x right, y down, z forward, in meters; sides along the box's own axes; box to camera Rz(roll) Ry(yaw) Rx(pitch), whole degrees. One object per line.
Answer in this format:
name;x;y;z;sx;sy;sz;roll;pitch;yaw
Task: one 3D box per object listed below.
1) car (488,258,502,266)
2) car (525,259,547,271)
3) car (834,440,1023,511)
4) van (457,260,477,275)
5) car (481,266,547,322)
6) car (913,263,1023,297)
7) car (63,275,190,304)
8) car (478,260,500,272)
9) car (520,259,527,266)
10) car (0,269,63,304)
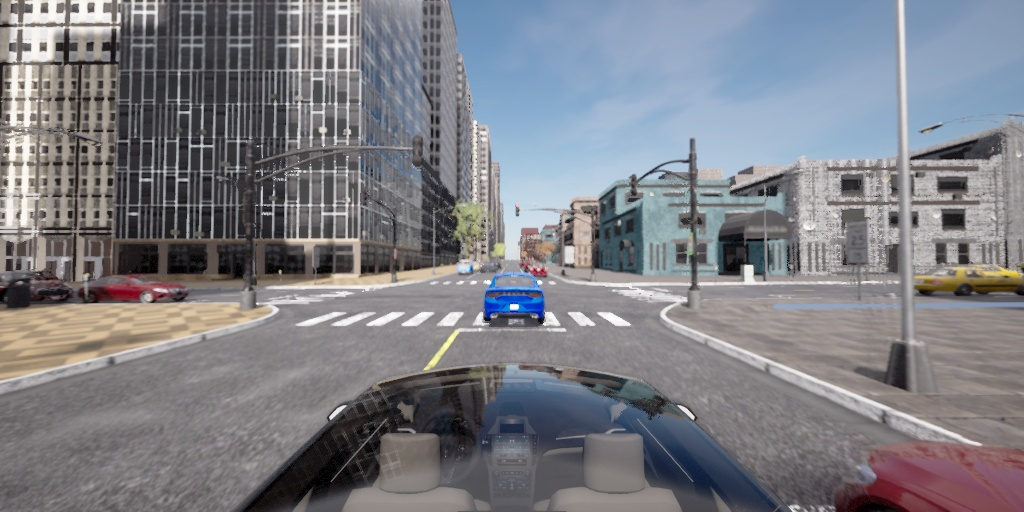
car;-3.027;1.396;64.765;2.150;2.045;5.566;0;0;1
car;2.689;1.438;38.396;1.967;1.591;4.097;0;0;0
car;2.815;1.323;0.434;1.802;1.307;4.207;0;0;0
van;-5.692;1.377;44.030;1.690;1.789;3.998;0;0;0
car;0.075;1.303;12.625;1.882;1.535;5.008;0;0;0
car;20.689;1.090;16.194;4.829;1.417;1.751;0;0;1
car;-17.420;1.513;16.555;4.207;1.307;1.802;0;0;1
car;-3.086;1.629;48.352;1.994;1.385;4.181;0;0;0
car;2.688;1.389;49.743;2.192;1.841;5.009;0;0;0
car;-23.103;1.427;16.609;4.097;1.591;1.967;0;0;1
